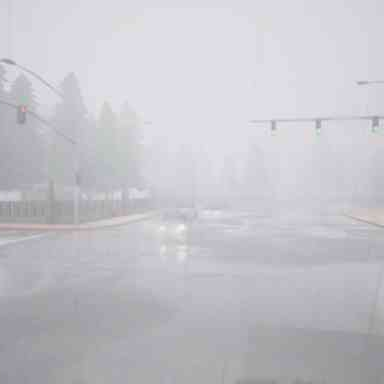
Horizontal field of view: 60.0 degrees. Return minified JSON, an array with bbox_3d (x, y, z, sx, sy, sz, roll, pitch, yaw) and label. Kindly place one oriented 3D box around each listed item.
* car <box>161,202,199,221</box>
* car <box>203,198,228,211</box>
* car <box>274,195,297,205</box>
[{"bbox_3d":[-0.847,1.496,25.899,1.895,1.301,4.718,0,0,14],"label":"car"},{"bbox_3d":[2.711,1.408,37.745,1.994,1.385,4.181,0,1,21],"label":"car"},{"bbox_3d":[15.610,1.294,55.353,4.674,1.442,1.812,0,0,-39],"label":"car"}]
